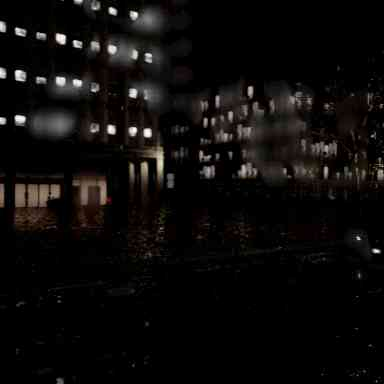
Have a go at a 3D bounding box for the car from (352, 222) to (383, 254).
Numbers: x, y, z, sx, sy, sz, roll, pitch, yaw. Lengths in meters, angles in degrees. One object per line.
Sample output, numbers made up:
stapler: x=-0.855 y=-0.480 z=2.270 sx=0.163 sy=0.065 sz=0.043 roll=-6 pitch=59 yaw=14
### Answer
car: x=7.992 y=1.455 z=11.692 sx=5.357 sy=1.411 sz=2.033 roll=0 pitch=1 yaw=-31
